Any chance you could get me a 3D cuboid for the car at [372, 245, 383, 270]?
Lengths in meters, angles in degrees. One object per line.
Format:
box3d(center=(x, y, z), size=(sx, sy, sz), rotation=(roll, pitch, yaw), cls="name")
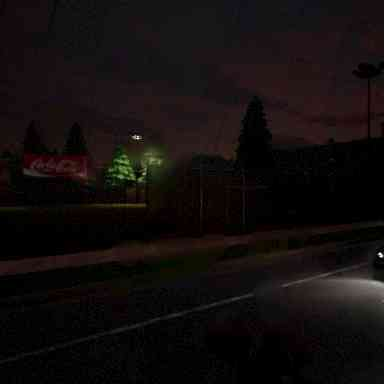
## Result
box3d(center=(7.353, 1.546, 9.583), size=(5.357, 1.411, 2.033), rotation=(0, 0, -36), cls="car")
